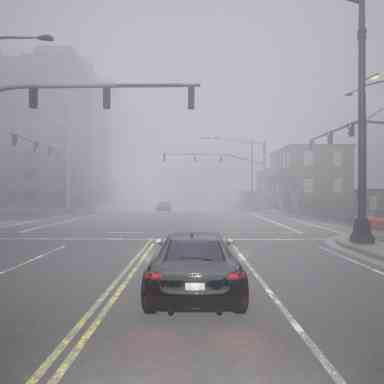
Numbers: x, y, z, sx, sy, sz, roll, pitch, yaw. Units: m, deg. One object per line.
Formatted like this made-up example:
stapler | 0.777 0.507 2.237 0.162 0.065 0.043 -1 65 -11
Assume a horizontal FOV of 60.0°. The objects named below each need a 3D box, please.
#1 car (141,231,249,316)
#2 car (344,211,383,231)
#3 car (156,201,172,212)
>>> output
car | 0.056 1.564 7.614 1.994 1.385 4.181 0 0 0
car | 15.291 2.335 27.764 4.553 1.767 2.097 8 0 0
car | -3.711 2.017 44.584 1.837 1.490 4.892 0 -5 0
